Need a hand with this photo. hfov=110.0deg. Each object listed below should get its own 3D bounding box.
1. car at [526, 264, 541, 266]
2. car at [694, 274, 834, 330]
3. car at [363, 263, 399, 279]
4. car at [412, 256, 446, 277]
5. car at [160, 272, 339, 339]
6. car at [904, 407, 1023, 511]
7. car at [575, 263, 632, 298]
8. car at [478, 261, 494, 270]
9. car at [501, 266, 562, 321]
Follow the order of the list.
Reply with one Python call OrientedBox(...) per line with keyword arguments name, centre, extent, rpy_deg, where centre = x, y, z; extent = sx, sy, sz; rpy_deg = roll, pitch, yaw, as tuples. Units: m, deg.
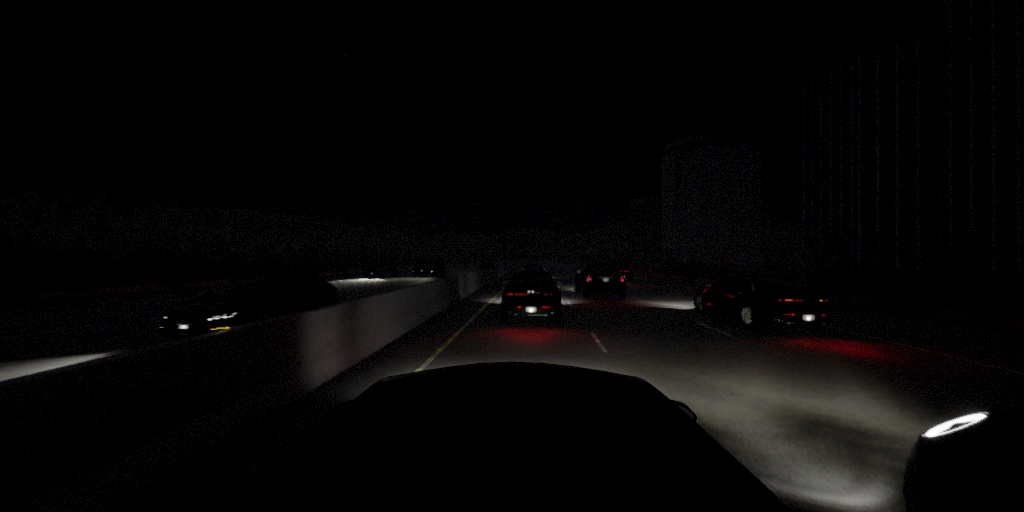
OrientedBox(name="car", centre=(1.831, 1.394, 30.704), extent=(2.033, 1.411, 5.357), rpy_deg=(0, 0, 4))
OrientedBox(name="car", centre=(7.621, 1.313, 11.458), extent=(1.837, 1.490, 4.892), rpy_deg=(0, 0, 3))
OrientedBox(name="car", centre=(-12.207, 1.355, 33.520), extent=(1.994, 1.385, 4.181), rpy_deg=(0, 0, 4))
OrientedBox(name="car", centre=(-8.463, 1.047, 37.123), extent=(2.150, 2.045, 5.566), rpy_deg=(0, 0, 4))
OrientedBox(name="car", centre=(-6.732, 1.242, 9.926), extent=(1.837, 1.490, 4.892), rpy_deg=(0, 0, 3))
OrientedBox(name="car", centre=(3.724, 1.118, 0.493), extent=(2.097, 1.767, 4.553), rpy_deg=(0, 0, -1))
OrientedBox(name="car", centre=(4.598, 1.168, 19.166), extent=(2.097, 1.767, 4.553), rpy_deg=(0, 0, 4))
OrientedBox(name="car", centre=(-3.836, 1.483, 53.729), extent=(2.033, 1.411, 5.357), rpy_deg=(0, 0, 4))
OrientedBox(name="car", centre=(0.683, 1.284, 12.617), extent=(1.837, 1.490, 4.892), rpy_deg=(0, 0, 3))
